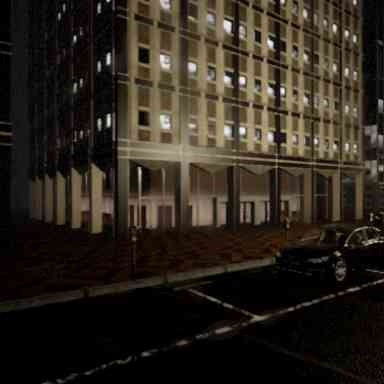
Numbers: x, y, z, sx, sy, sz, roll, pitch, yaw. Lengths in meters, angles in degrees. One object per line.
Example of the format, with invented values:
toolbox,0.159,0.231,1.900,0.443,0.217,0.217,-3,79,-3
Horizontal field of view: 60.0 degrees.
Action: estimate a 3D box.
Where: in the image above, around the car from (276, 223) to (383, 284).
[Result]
car,4.285,1.614,9.664,4.403,1.369,2.008,0,-1,-36
